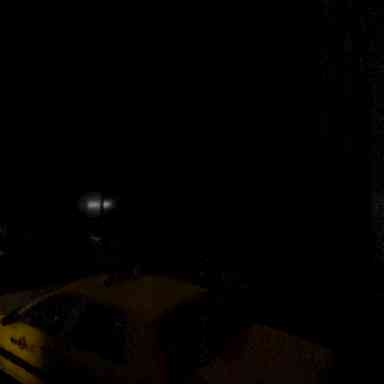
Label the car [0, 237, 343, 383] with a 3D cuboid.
[{"bbox_3d":[-0.941,1.509,3.756,4.829,1.417,1.752,0,1,36],"label":"car"}]

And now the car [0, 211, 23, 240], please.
[{"bbox_3d":[-5.340,1.267,6.912,5.009,1.841,2.192,0,1,36],"label":"car"}]
